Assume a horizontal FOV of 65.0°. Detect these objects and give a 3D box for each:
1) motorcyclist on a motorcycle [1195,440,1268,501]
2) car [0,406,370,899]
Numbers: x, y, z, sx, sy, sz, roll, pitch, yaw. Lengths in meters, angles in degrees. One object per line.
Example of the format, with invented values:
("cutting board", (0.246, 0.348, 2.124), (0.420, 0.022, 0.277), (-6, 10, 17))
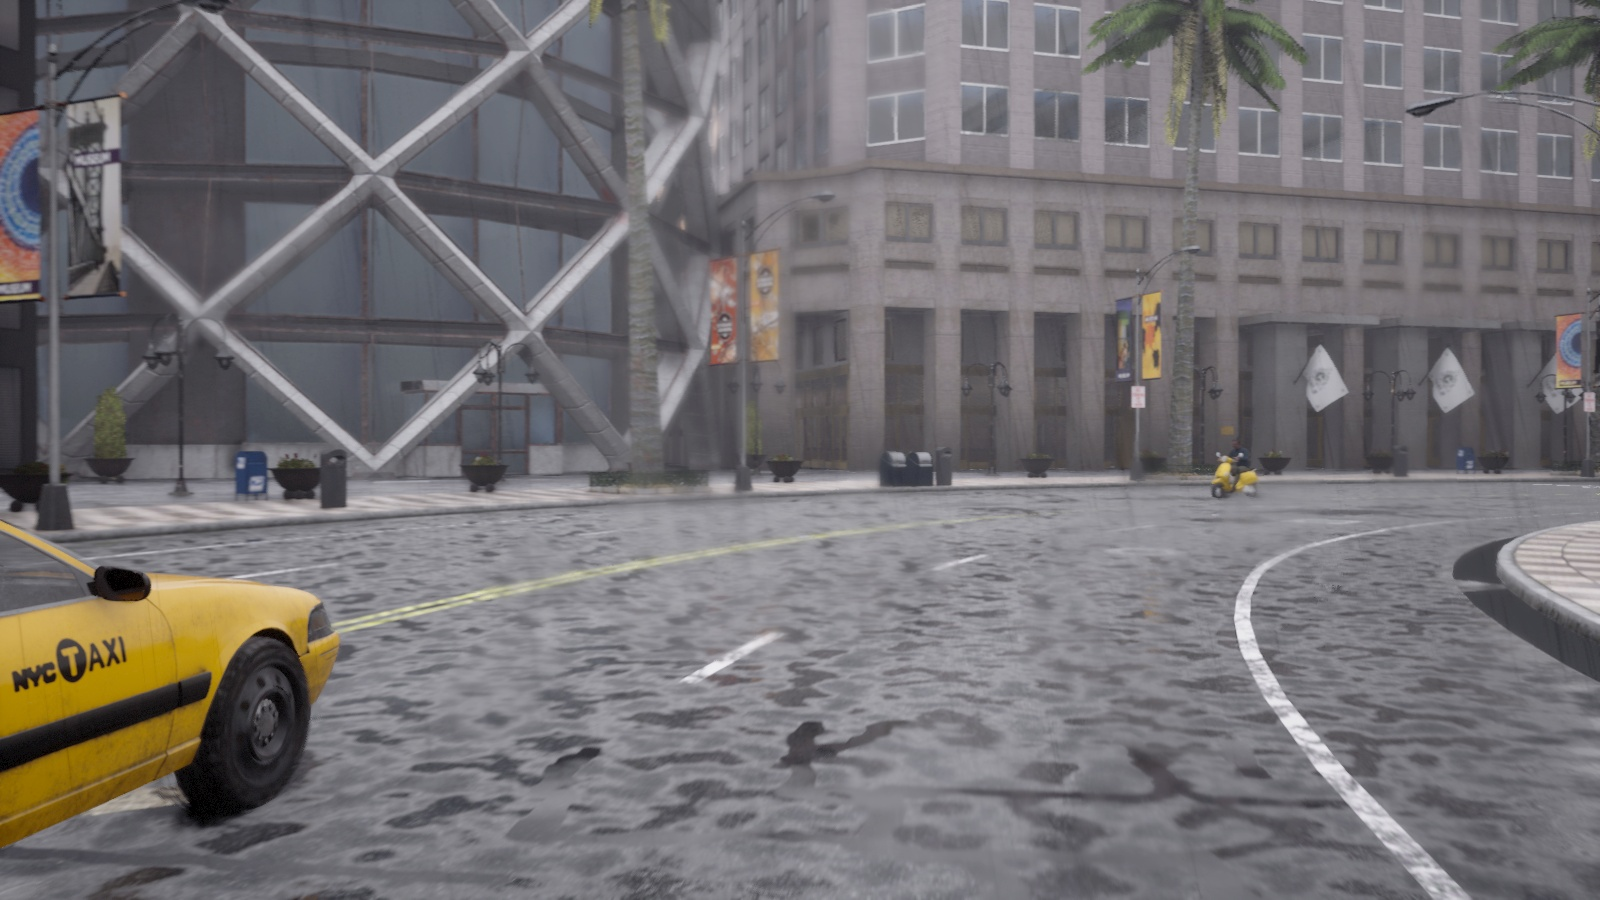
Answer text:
("motorcyclist on a motorcycle", (11.609, 0.530, 33.766), (1.817, 1.590, 0.866), (0, 1, -30))
("car", (-3.216, 0.660, 3.422), (1.801, 1.575, 5.366), (0, 0, 6))
